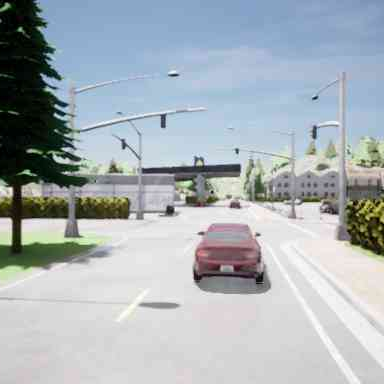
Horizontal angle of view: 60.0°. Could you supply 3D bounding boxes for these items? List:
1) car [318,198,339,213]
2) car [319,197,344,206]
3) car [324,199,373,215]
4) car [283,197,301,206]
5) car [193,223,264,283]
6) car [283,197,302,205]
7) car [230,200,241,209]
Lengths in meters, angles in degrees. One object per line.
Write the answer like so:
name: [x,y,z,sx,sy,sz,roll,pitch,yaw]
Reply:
car: [18.162,1.868,40.792,5.027,1.636,2.152,0,-1,7]
car: [30.878,2.063,73.739,4.605,1.855,1.932,0,-1,7]
car: [17.816,1.838,37.674,4.514,1.523,2.007,0,-1,7]
car: [22.462,2.324,74.775,3.806,1.475,1.970,0,-1,7]
car: [1.111,1.653,10.031,1.812,1.442,4.674,0,-1,7]
car: [23.491,2.081,77.999,3.866,1.878,1.905,0,-1,7]
car: [7.988,2.250,61.526,1.882,1.535,5.008,0,-1,8]
